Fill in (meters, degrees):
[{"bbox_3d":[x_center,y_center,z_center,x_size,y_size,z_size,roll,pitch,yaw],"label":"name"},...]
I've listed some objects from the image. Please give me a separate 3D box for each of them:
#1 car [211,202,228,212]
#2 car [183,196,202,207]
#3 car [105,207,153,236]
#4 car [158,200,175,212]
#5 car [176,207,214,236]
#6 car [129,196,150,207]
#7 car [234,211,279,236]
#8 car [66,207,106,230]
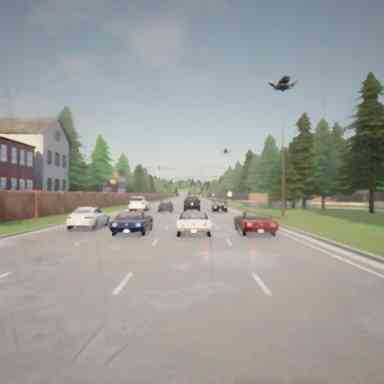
[{"bbox_3d":[3.534,1.966,43.553,1.895,1.301,4.718,0,0,1],"label":"car"},{"bbox_3d":[0.025,1.580,42.436,2.150,2.045,5.566,0,0,0],"label":"car"},{"bbox_3d":[-3.399,1.765,19.525,1.895,1.301,4.718,0,0,0],"label":"car"},{"bbox_3d":[-3.457,1.867,44.766,2.128,1.511,4.902,0,0,1],"label":"car"},{"bbox_3d":[0.101,1.765,19.535,1.895,1.301,4.718,0,0,0],"label":"car"},{"bbox_3d":[-6.956,1.595,44.353,2.150,2.045,5.566,0,0,1],"label":"car"},{"bbox_3d":[3.601,1.765,19.535,1.895,1.301,4.718,0,0,0],"label":"car"},{"bbox_3d":[-6.911,1.713,22.328,1.812,1.442,4.674,0,0,0],"label":"car"}]
